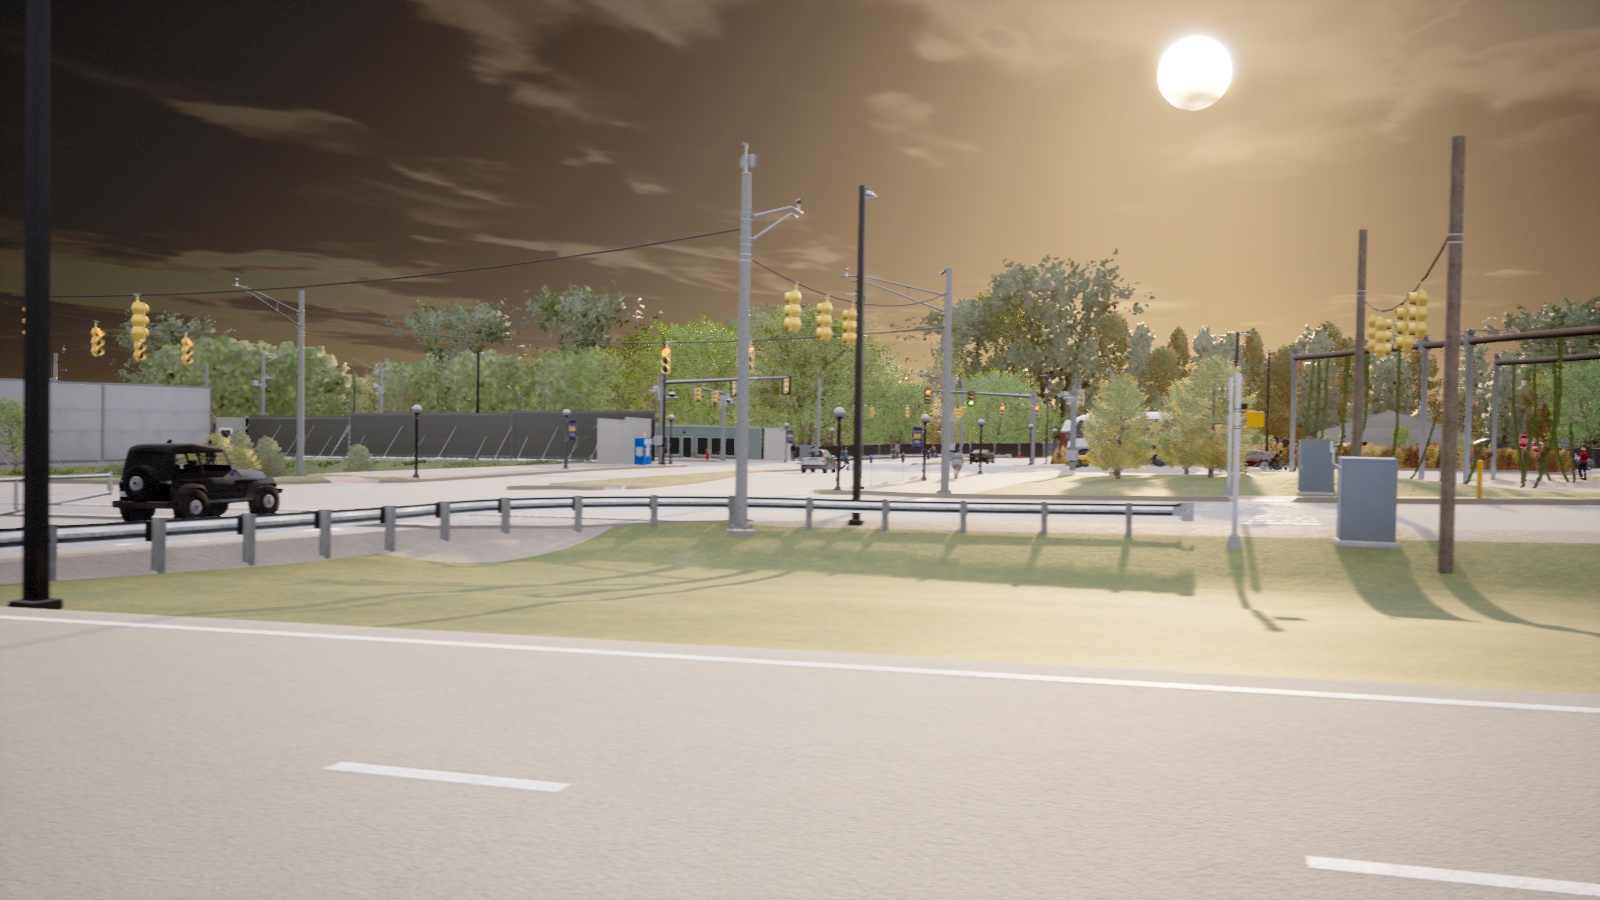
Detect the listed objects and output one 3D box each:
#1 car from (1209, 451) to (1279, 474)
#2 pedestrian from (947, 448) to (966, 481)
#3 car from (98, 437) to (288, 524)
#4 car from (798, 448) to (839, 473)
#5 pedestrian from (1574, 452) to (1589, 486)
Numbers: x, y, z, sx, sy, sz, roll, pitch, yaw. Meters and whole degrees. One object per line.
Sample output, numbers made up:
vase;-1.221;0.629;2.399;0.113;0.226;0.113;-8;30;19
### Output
car;32.734;0.927;92.785;4.792;1.488;2.163;2;2;18
pedestrian;8.942;0.830;71.739;0.874;1.855;0.900;2;1;18
car;-14.373;0.653;29.952;1.905;1.878;3.866;1;1;19
car;1.283;0.709;84.790;1.851;1.617;3.988;1;0;14
pedestrian;43.061;1.067;69.192;0.331;1.846;0.636;1;1;-6
